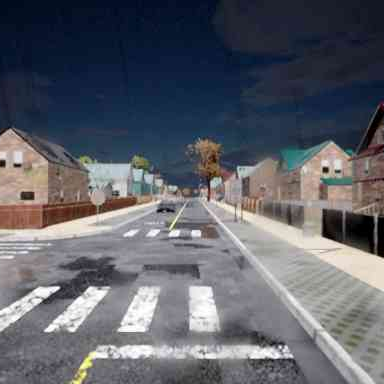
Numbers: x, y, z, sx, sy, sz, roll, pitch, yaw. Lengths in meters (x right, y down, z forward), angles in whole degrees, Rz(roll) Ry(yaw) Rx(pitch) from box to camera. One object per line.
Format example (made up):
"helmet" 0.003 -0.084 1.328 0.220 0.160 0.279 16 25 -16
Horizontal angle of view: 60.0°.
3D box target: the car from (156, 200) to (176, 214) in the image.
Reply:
"car" -2.675 1.561 35.515 2.033 1.411 5.357 0 0 0
